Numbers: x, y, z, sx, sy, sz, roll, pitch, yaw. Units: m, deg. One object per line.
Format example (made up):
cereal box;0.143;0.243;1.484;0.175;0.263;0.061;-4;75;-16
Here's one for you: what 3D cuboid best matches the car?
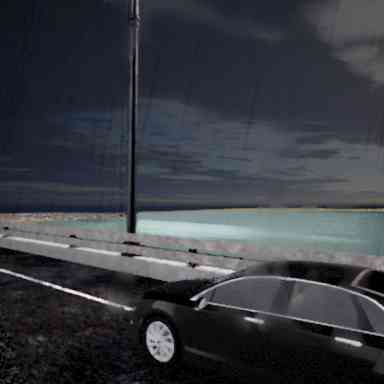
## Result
car;1.262;1.678;4.385;4.892;1.490;1.837;-1;-2;38
